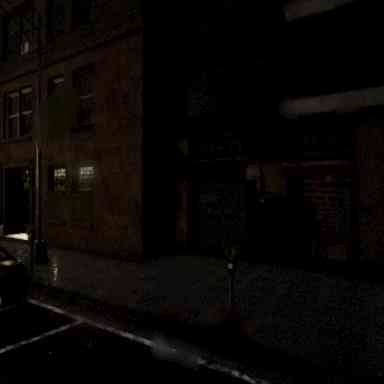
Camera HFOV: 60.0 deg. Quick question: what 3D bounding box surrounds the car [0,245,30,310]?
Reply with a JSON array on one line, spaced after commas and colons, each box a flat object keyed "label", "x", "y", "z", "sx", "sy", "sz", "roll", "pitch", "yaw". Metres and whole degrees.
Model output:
[{"label": "car", "x": -4.953, "y": 1.547, "z": 6.617, "sx": 4.403, "sy": 1.369, "sz": 2.008, "roll": 0, "pitch": 0, "yaw": 36}]
